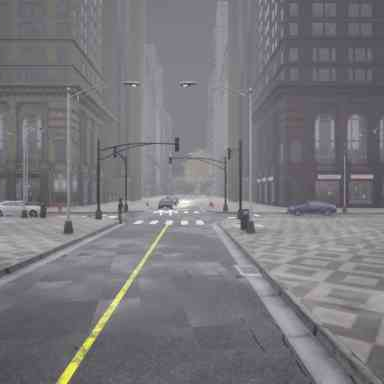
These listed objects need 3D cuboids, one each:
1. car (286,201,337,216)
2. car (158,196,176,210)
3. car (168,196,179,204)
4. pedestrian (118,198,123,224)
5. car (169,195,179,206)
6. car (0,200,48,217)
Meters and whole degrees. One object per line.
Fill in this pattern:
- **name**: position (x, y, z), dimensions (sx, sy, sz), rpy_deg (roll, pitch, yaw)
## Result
- **car**: position (11.633, 1.564, 32.455), dimensions (4.674, 1.442, 1.812), rpy_deg (0, 0, 1)
- **car**: position (-3.441, 1.546, 43.841), dimensions (2.033, 1.411, 5.357), rpy_deg (0, 0, -3)
- **car**: position (-3.533, 1.538, 64.742), dimensions (1.812, 1.442, 4.674), rpy_deg (0, 0, 0)
- **pedestrian**: position (-4.991, 1.293, 23.070), dimensions (0.375, 1.860, 0.375), rpy_deg (0, 0, 0)
- **car**: position (-3.502, 1.354, 54.451), dimensions (2.097, 1.767, 4.553), rpy_deg (0, 0, 0)
- **car**: position (-15.062, 1.474, 29.056), dimensions (4.674, 1.442, 1.812), rpy_deg (0, 0, -2)
